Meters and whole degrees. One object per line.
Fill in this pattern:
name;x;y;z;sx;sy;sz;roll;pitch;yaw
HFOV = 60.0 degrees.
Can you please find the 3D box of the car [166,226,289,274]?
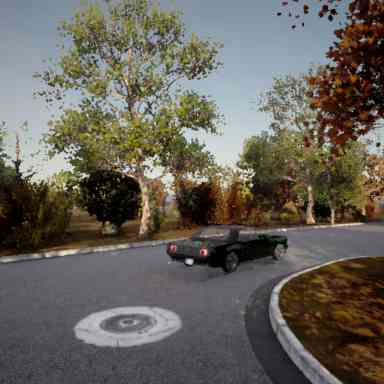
car;1.439;1.805;11.339;1.895;1.301;4.718;-1;-3;43
